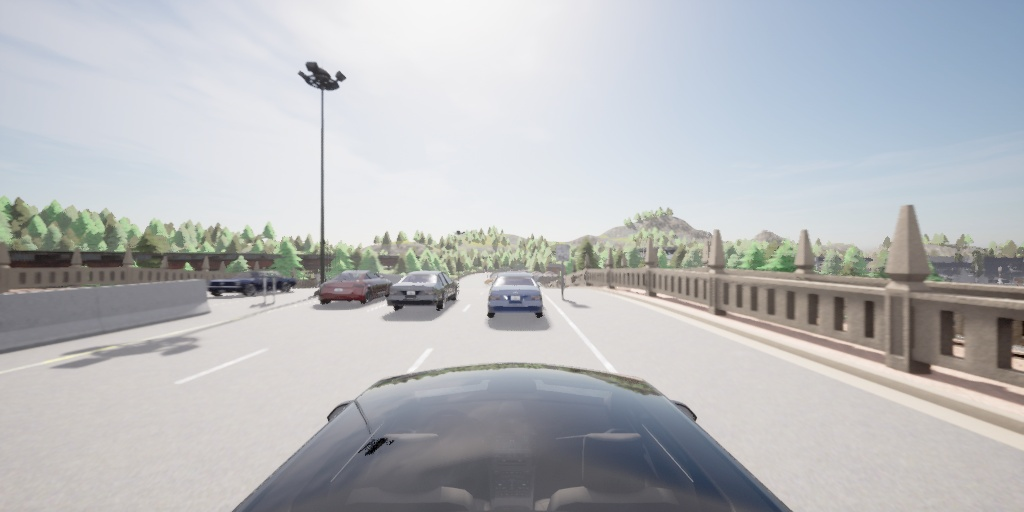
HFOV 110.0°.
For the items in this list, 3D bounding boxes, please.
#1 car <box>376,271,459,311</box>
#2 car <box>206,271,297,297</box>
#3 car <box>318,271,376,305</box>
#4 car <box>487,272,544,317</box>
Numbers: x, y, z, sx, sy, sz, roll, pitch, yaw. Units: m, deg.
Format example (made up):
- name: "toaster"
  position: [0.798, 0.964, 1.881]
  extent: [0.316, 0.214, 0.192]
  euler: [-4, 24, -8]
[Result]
- name: "car"
  position: [-3.399, 1.317, 14.562]
  extent: [2.033, 1.411, 5.357]
  euler: [0, -1, 0]
- name: "car"
  position: [-14.086, 1.482, 19.635]
  extent: [1.895, 1.301, 4.718]
  euler: [0, -2, 0]
- name: "car"
  position: [-6.898, 1.359, 16.292]
  extent: [1.994, 1.385, 4.181]
  euler: [0, -1, 0]
- name: "car"
  position: [0.102, 1.306, 13.146]
  extent: [2.033, 1.411, 5.357]
  euler: [0, 0, 0]
